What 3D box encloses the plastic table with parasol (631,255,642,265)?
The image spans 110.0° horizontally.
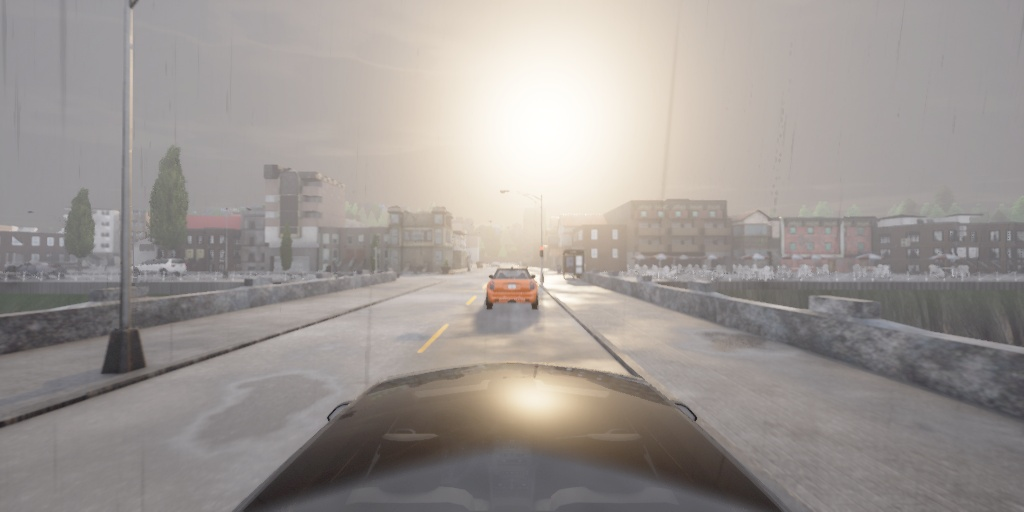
[{"bbox_3d":[15.935,1.075,44.248,2.482,2.480,2.482,0,0,0],"label":"plastic table with parasol"}]

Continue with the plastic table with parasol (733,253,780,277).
[{"bbox_3d":[23.810,0.988,35.015,2.482,2.480,2.482,0,0,0],"label":"plastic table with parasol"}]

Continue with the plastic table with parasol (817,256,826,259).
[{"bbox_3d":[37.445,1.079,44.618,2.482,2.480,2.482,0,0,0],"label":"plastic table with parasol"}]

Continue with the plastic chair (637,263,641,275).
[{"bbox_3d":[15.814,1.667,42.968,0.750,1.272,0.730,0,0,0],"label":"plastic chair"}]

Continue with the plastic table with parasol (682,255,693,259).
[{"bbox_3d":[22.526,1.103,47.135,2.482,2.480,2.482,0,0,0],"label":"plastic table with parasol"}]

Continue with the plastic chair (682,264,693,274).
[{"bbox_3d":[22.516,1.693,45.665,0.750,1.272,0.730,0,0,0],"label":"plastic chair"}]

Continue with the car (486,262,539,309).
[{"bbox_3d":[0.008,1.234,15.940,2.097,1.767,4.553,0,-1,0],"label":"car"}]

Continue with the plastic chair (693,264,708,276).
[{"bbox_3d":[21.713,1.651,41.265,0.730,1.272,0.750,0,0,0],"label":"plastic chair"}]

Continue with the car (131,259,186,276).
[{"bbox_3d":[-43.360,1.366,44.050,5.566,2.045,2.150,0,-1,0],"label":"car"}]

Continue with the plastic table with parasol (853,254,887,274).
[{"bbox_3d":[37.802,1.015,37.868,2.482,2.480,2.482,0,0,0],"label":"plastic table with parasol"}]

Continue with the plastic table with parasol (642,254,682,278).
[{"bbox_3d":[15.181,1.002,36.429,2.482,2.480,2.482,0,0,0],"label":"plastic table with parasol"}]

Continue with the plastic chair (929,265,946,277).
[{"bbox_3d":[46.813,1.635,39.553,0.730,1.272,0.750,0,0,0],"label":"plastic chair"}]

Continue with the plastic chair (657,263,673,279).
[{"bbox_3d":[15.010,1.594,35.169,0.750,1.272,0.730,0,0,0],"label":"plastic chair"}]

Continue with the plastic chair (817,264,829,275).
[{"bbox_3d":[37.414,1.669,43.158,0.750,1.272,0.730,0,0,0],"label":"plastic chair"}]

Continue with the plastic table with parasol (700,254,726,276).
[{"bbox_3d":[22.913,1.047,41.215,2.482,2.480,2.482,0,0,0],"label":"plastic table with parasol"}]

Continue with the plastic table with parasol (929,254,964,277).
[{"bbox_3d":[48.013,1.032,39.653,2.482,2.480,2.482,0,0,0],"label":"plastic table with parasol"}]

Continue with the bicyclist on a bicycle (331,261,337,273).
[{"bbox_3d":[-24.003,1.538,48.335,0.582,1.620,1.656,0,0,0],"label":"bicyclist on a bicycle"}]

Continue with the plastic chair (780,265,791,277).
[{"bbox_3d":[29.344,1.629,38.958,0.730,1.272,0.750,0,0,-1],"label":"plastic chair"}]

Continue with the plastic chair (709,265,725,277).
[{"bbox_3d":[22.813,1.638,39.865,0.750,1.272,0.730,0,0,0],"label":"plastic chair"}]

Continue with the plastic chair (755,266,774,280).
[{"bbox_3d":[23.710,1.580,33.665,0.750,1.272,0.730,0,0,0],"label":"plastic chair"}]

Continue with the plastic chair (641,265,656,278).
[{"bbox_3d":[13.911,1.607,36.569,0.730,1.272,0.750,0,0,0],"label":"plastic chair"}]

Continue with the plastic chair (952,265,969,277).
[{"bbox_3d":[47.912,1.621,38.153,0.750,1.272,0.730,0,0,0],"label":"plastic chair"}]

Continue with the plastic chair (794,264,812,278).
[{"bbox_3d":[30.512,1.616,37.561,0.750,1.272,0.730,0,0,0],"label":"plastic chair"}]

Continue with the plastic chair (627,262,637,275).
[{"bbox_3d":[14.715,1.681,44.369,0.730,1.272,0.750,0,0,0],"label":"plastic chair"}]

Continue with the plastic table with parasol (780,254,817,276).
[{"bbox_3d":[30.522,1.024,38.841,2.482,2.480,2.482,0,0,0],"label":"plastic table with parasol"}]

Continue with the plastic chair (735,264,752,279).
[{"bbox_3d":[22.610,1.593,35.065,0.730,1.272,0.750,0,0,0],"label":"plastic chair"}]

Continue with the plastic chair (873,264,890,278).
[{"bbox_3d":[37.811,1.607,36.558,0.750,1.272,0.730,0,0,0],"label":"plastic chair"}]

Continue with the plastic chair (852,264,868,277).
[{"bbox_3d":[36.674,1.619,37.956,0.730,1.272,0.750,0,0,0],"label":"plastic chair"}]
